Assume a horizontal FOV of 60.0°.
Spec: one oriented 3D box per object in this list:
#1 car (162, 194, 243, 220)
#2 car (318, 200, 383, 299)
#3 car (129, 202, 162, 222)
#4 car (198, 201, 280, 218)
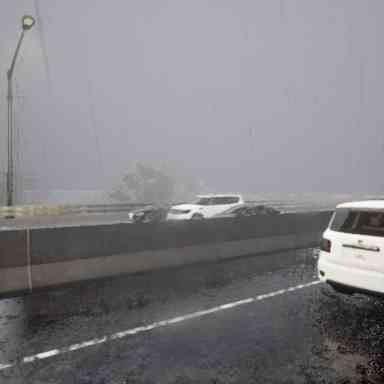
[{"bbox_3d":[1.135,1.178,21.915,5.566,2.045,2.150,0,0,-35],"label":"car"},{"bbox_3d":[5.133,1.195,7.370,5.566,2.045,2.150,0,0,-35],"label":"car"},{"bbox_3d":[-2.135,1.452,23.892,4.902,1.511,2.128,0,0,-35],"label":"car"},{"bbox_3d":[3.022,1.463,18.960,4.892,1.490,1.837,0,0,-35],"label":"car"}]
